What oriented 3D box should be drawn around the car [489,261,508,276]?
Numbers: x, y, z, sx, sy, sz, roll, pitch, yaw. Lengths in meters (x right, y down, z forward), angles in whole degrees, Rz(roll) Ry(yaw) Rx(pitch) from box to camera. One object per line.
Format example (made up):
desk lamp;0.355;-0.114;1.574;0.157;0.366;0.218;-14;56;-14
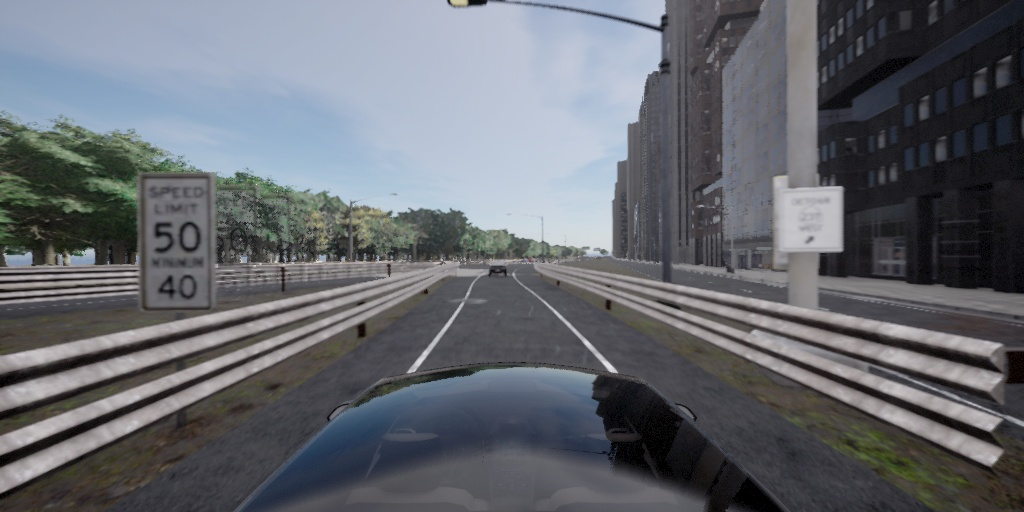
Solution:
car;-1.439;1.297;38.991;1.882;1.535;5.008;0;0;0
